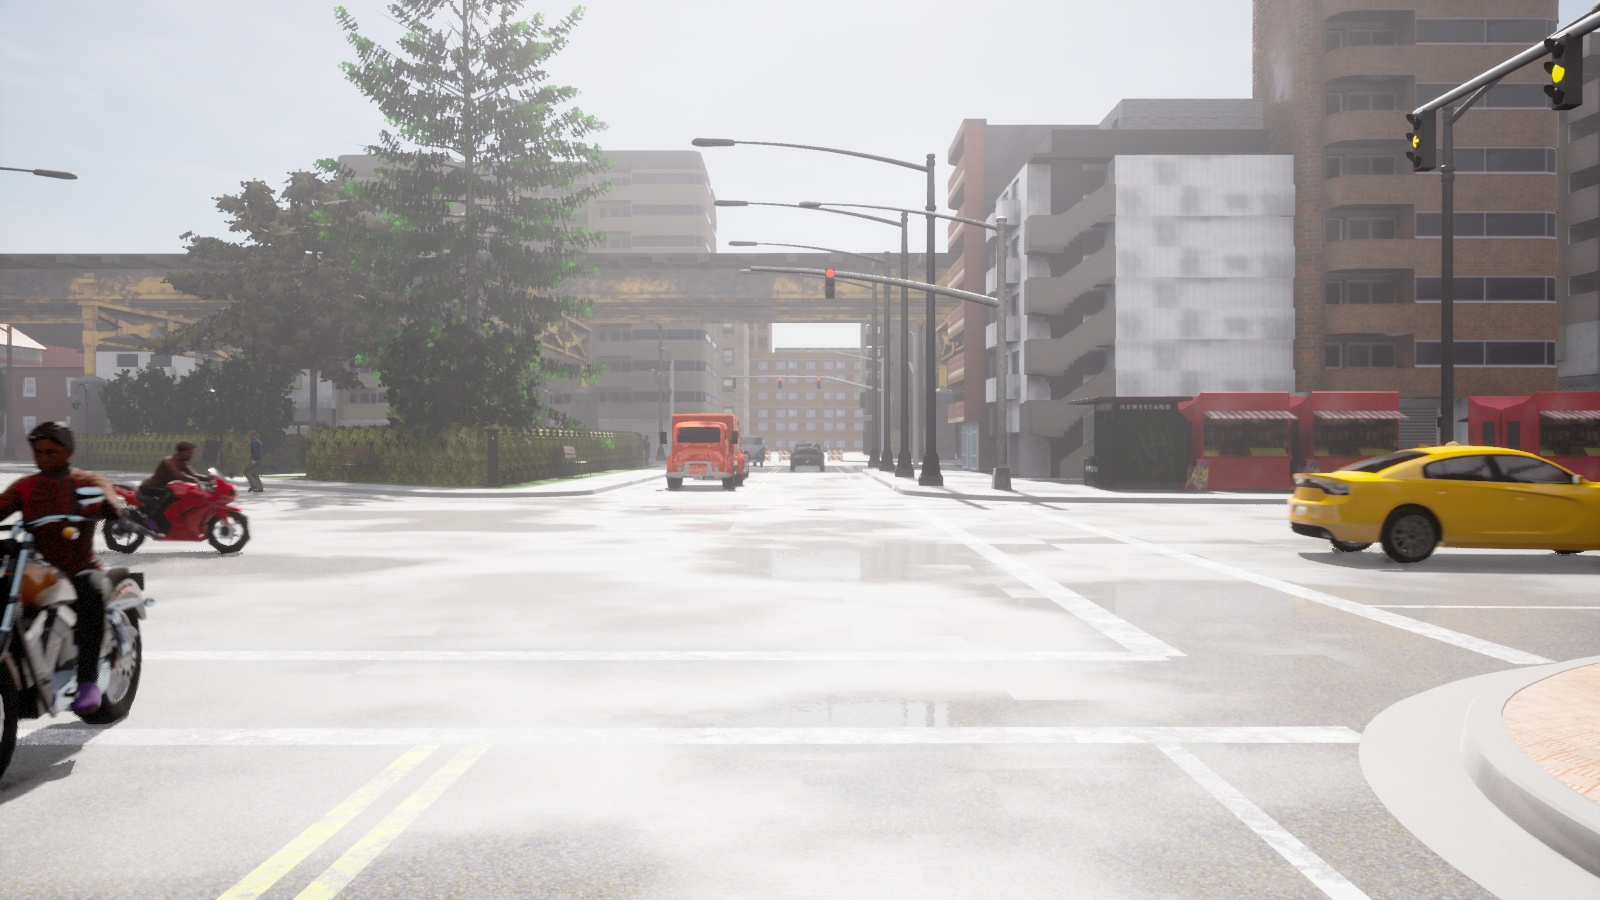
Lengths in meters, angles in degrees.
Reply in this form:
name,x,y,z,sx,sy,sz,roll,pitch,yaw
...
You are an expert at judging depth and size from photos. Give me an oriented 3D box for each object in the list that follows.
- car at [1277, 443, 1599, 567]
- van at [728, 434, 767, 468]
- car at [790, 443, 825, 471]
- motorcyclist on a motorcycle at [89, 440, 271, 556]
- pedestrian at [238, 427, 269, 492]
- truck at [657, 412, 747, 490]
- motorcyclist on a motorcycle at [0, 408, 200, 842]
name,x,y,z,sx,sy,sz,roll,pitch,yaw
car,9.287,0.708,16.893,5.008,1.535,1.882,1,0,0
van,-3.235,0.063,76.855,1.775,1.987,4.442,0,0,-10
car,0.406,0.366,68.269,1.837,1.490,4.892,0,0,0
motorcyclist on a motorcycle,-8.288,0.627,16.855,2.044,1.523,0.797,0,0,0
pedestrian,-15.548,0.278,35.750,0.726,1.842,0.402,0,0,-6
truck,-3.240,0.017,42.607,2.627,2.467,5.204,0,0,0
motorcyclist on a motorcycle,-3.585,0.661,5.862,0.766,1.649,2.350,-1,1,-9
